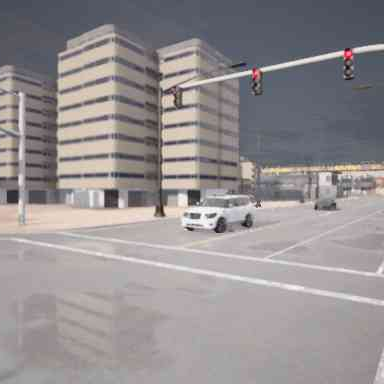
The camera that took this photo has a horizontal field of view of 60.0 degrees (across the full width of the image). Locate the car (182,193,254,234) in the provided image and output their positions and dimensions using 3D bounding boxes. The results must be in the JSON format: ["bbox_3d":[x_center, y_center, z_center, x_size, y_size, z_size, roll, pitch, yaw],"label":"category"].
[{"bbox_3d":[1.706,1.202,19.438,2.150,2.045,5.566,0,0,35],"label":"car"}]

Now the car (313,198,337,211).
[{"bbox_3d":[15.871,1.466,39.431,1.837,1.490,4.892,0,1,35],"label":"car"}]
